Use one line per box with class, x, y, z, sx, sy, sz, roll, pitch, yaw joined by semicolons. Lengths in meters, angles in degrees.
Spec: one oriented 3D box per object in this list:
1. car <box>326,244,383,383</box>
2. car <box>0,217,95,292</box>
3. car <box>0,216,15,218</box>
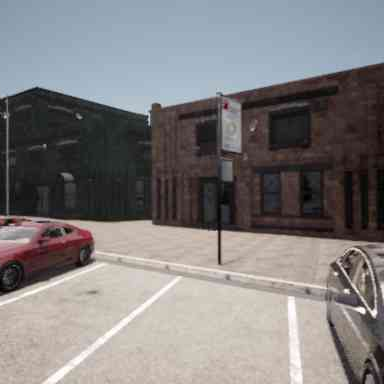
car;2.829;1.488;4.077;2.231;1.521;4.892;0;-1;15
car;-4.511;1.560;9.286;2.002;1.452;4.674;0;-1;15
car;-6.964;1.561;10.998;2.163;1.488;4.792;0;-1;16
